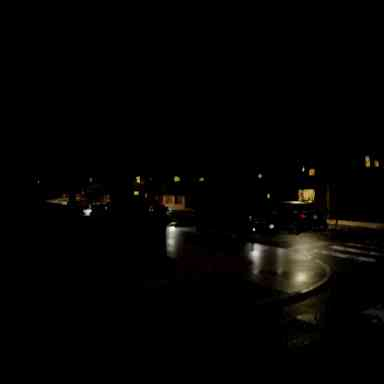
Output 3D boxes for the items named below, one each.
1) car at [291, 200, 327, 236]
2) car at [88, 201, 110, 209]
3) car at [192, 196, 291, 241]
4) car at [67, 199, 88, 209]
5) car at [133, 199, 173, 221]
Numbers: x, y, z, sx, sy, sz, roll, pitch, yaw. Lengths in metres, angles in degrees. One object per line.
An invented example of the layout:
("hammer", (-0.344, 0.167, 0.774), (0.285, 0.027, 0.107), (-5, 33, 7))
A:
("car", (5.081, 1.301, 18.556), (2.097, 1.767, 4.553), (-2, 1, -32))
("car", (-8.900, 1.608, 34.459), (1.895, 1.301, 4.718), (-2, 1, -33))
("car", (2.168, 1.243, 17.702), (2.150, 2.045, 5.566), (-2, 1, -33))
("car", (-14.901, 1.596, 43.608), (1.895, 1.301, 4.718), (-2, 1, -33))
("car", (-3.302, 1.369, 25.980), (2.097, 1.767, 4.553), (-2, 1, -33))
